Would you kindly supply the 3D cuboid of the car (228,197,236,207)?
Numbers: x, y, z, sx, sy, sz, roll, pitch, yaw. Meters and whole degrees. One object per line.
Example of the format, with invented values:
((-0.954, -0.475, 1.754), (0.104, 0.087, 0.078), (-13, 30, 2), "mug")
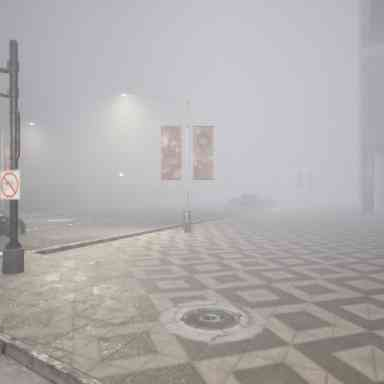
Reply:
((6.941, 1.474, 50.253), (1.837, 1.490, 4.892), (0, 0, 26), "car")

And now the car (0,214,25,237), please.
((-10.136, 1.351, 15.343), (2.097, 1.767, 4.553), (0, 0, 26), "car")

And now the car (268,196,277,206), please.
((12.817, 1.448, 55.095), (2.128, 1.511, 4.902), (0, 0, 26), "car")

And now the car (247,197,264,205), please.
((11.411, 1.558, 59.401), (1.895, 1.301, 4.718), (0, 0, 26), "car")

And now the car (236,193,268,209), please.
((8.297, 1.188, 45.768), (2.150, 2.045, 5.566), (0, 0, 27), "car")
